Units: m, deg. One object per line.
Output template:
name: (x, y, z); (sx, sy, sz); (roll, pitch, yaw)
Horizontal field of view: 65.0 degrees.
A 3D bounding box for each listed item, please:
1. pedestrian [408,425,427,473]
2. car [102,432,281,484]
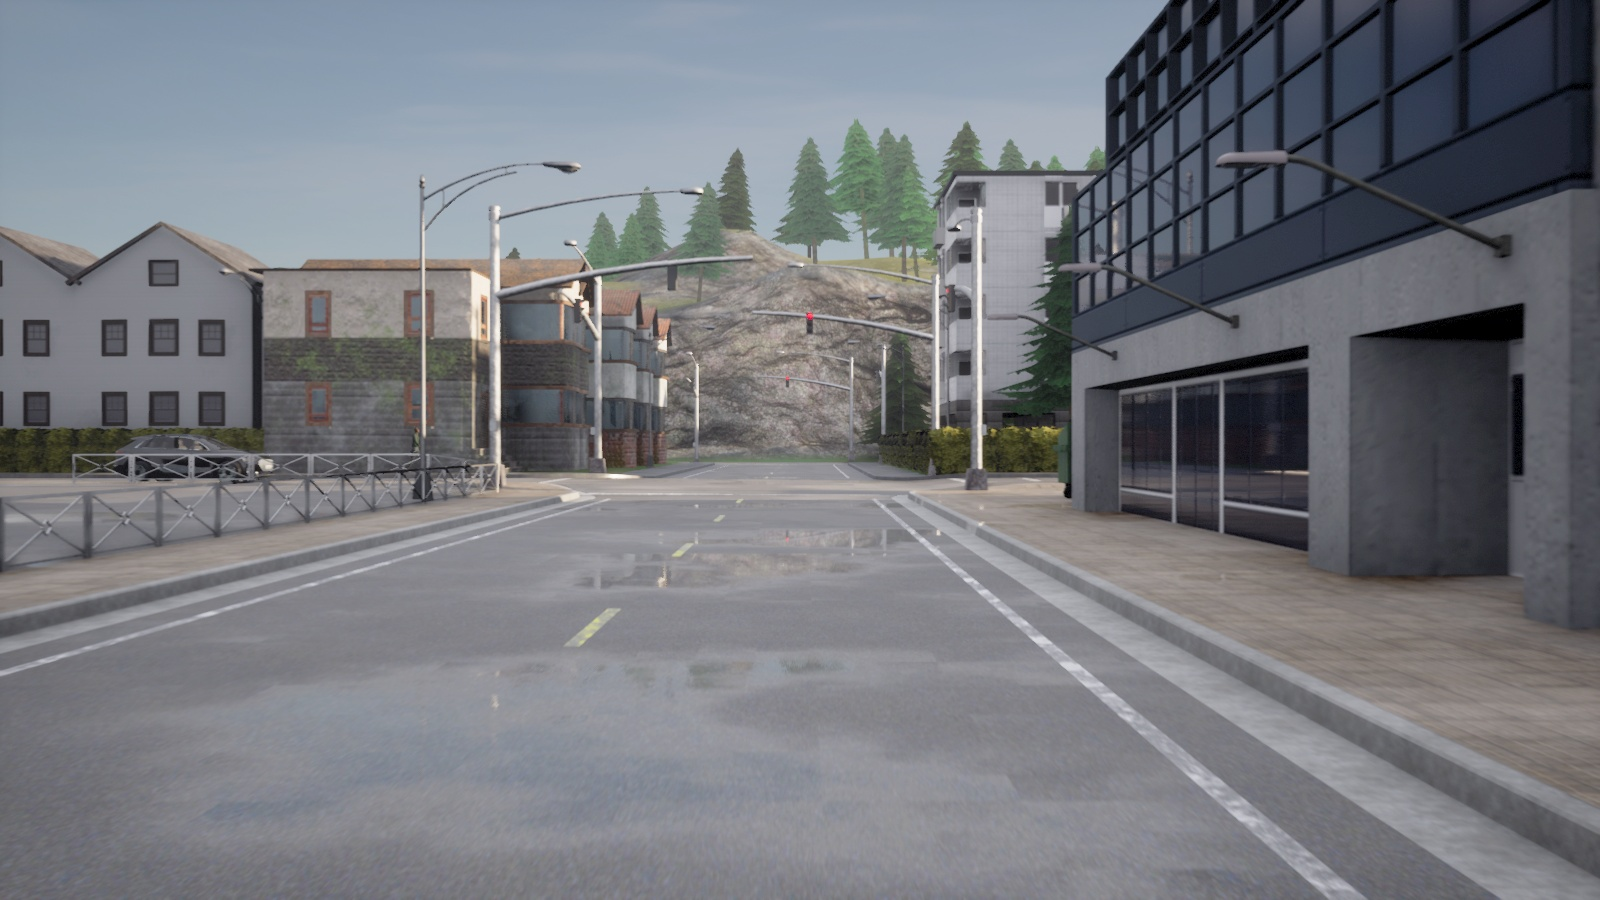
pedestrian: (-14.749, -0.058, 48.454); (0.614, 1.847, 0.353); (0, 0, 3)
car: (-19.768, 0.254, 40.935); (4.856, 1.649, 2.033); (0, 0, 0)
